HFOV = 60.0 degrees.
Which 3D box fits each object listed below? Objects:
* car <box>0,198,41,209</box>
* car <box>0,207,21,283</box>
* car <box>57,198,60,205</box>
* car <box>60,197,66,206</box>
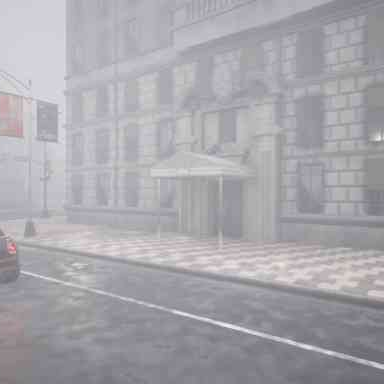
[{"bbox_3d":[-21.838,1.564,42.930,1.994,1.385,4.181,0,0,35],"label":"car"},{"bbox_3d":[-6.408,1.352,8.449,4.553,1.767,2.097,0,0,35],"label":"car"},{"bbox_3d":[-18.728,1.221,53.302,2.150,2.045,5.566,0,0,36],"label":"car"},{"bbox_3d":[-16.731,1.478,50.081,1.882,1.535,5.008,0,0,36],"label":"car"}]
